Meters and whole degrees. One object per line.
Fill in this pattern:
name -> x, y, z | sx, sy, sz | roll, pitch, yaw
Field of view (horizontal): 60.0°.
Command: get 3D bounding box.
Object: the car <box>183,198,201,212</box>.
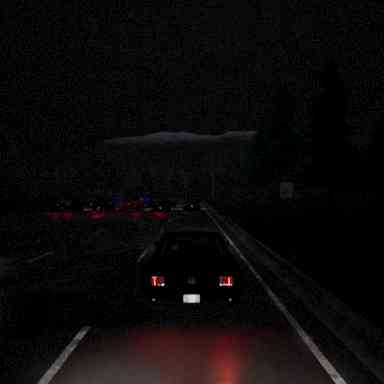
car -> 0.006, 1.564, 39.619 | 1.994, 1.385, 4.181 | 0, 0, 0

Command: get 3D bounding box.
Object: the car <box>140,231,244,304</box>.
car -> -0.001, 1.601, 8.112 | 1.895, 1.301, 4.718 | 0, 0, 0

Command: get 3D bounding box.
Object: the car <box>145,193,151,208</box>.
car -> -7.002, 1.221, 48.789 | 2.150, 2.045, 5.566 | 0, 0, 0

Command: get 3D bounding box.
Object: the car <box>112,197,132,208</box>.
car -> -10.495, 1.477, 49.938 | 1.882, 1.535, 5.008 | 0, 0, 0

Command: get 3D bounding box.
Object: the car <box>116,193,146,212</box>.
car -> -6.999, 1.352, 38.844 | 2.097, 1.767, 4.553 | 0, 0, 0

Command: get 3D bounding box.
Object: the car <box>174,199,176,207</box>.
car -> -3.489, 1.564, 49.546 | 1.994, 1.385, 4.181 | 0, 0, 0

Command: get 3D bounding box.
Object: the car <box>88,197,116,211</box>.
car -> -10.488, 1.505, 39.914 | 1.837, 1.490, 4.892 | 0, 0, 0

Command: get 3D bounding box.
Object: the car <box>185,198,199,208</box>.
car -> 0.006, 1.564, 49.539 | 1.994, 1.385, 4.181 | 0, 0, 0

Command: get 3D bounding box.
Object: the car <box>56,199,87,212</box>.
car -> -14.004, 1.525, 38.189 | 1.812, 1.442, 4.674 | 0, 0, 0

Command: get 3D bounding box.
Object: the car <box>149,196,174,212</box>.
car -> -3.496, 1.505, 39.158 | 1.837, 1.490, 4.892 | 0, 0, 0
